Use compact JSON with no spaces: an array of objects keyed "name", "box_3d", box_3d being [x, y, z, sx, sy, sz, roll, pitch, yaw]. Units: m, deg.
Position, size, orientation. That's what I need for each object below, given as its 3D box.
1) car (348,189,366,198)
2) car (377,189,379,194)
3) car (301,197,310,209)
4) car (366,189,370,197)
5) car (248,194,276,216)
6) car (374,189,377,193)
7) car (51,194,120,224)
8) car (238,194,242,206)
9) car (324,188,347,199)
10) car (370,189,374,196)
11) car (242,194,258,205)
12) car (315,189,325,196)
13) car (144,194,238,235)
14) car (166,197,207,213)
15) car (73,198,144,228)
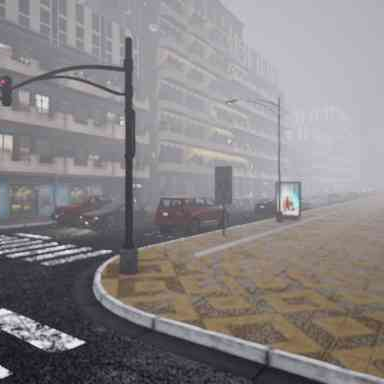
[{"name":"car","box_3d":[28.690,0.371,58.463,1.887,1.381,4.507,1,2,35]},{"name":"car","box_3d":[44.559,-0.155,81.209,2.008,1.369,4.403,1,2,35]},{"name":"car","box_3d":[9.645,1.024,31.167,1.947,1.339,4.313,1,2,35]},{"name":"car","box_3d":[31.863,0.161,63.009,1.967,1.590,4.097,1,2,35]},{"name":"car","box_3d":[6.471,1.128,26.618,1.947,1.339,4.313,1,2,35]},{"name":"car","box_3d":[38.212,0.053,72.111,1.887,1.381,4.507,1,2,35]},{"name":"car","box_3d":[-6.783,1.115,22.258,2.192,1.841,5.009,1,2,35]},{"name":"car","box_3d":[2.243,1.114,30.693,2.033,1.411,5.357,0,1,36]},{"name":"car","box_3d":[24.840,0.457,57.499,1.994,1.385,4.181,0,1,35]},{"name":"car","box_3d":[35.038,0.160,67.561,1.887,1.381,4.507,1,2,35]},{"name":"car","box_3d":[5.909,0.937,40.458,2.008,1.369,4.403,1,2,35]},{"name":"car","box_3d":[28.122,0.087,72.292,1.967,1.590,4.097,1,2,35]},{"name":"car","box_3d":[0.123,1.083,17.514,2.192,1.841,5.009,1,2,35]},{"name":"car","box_3d":[-0.437,1.176,31.362,1.802,1.307,4.206,1,2,35]},{"name":"car","box_3d":[-4.443,1.331,21.092,2.033,1.411,5.357,0,1,36]}]
